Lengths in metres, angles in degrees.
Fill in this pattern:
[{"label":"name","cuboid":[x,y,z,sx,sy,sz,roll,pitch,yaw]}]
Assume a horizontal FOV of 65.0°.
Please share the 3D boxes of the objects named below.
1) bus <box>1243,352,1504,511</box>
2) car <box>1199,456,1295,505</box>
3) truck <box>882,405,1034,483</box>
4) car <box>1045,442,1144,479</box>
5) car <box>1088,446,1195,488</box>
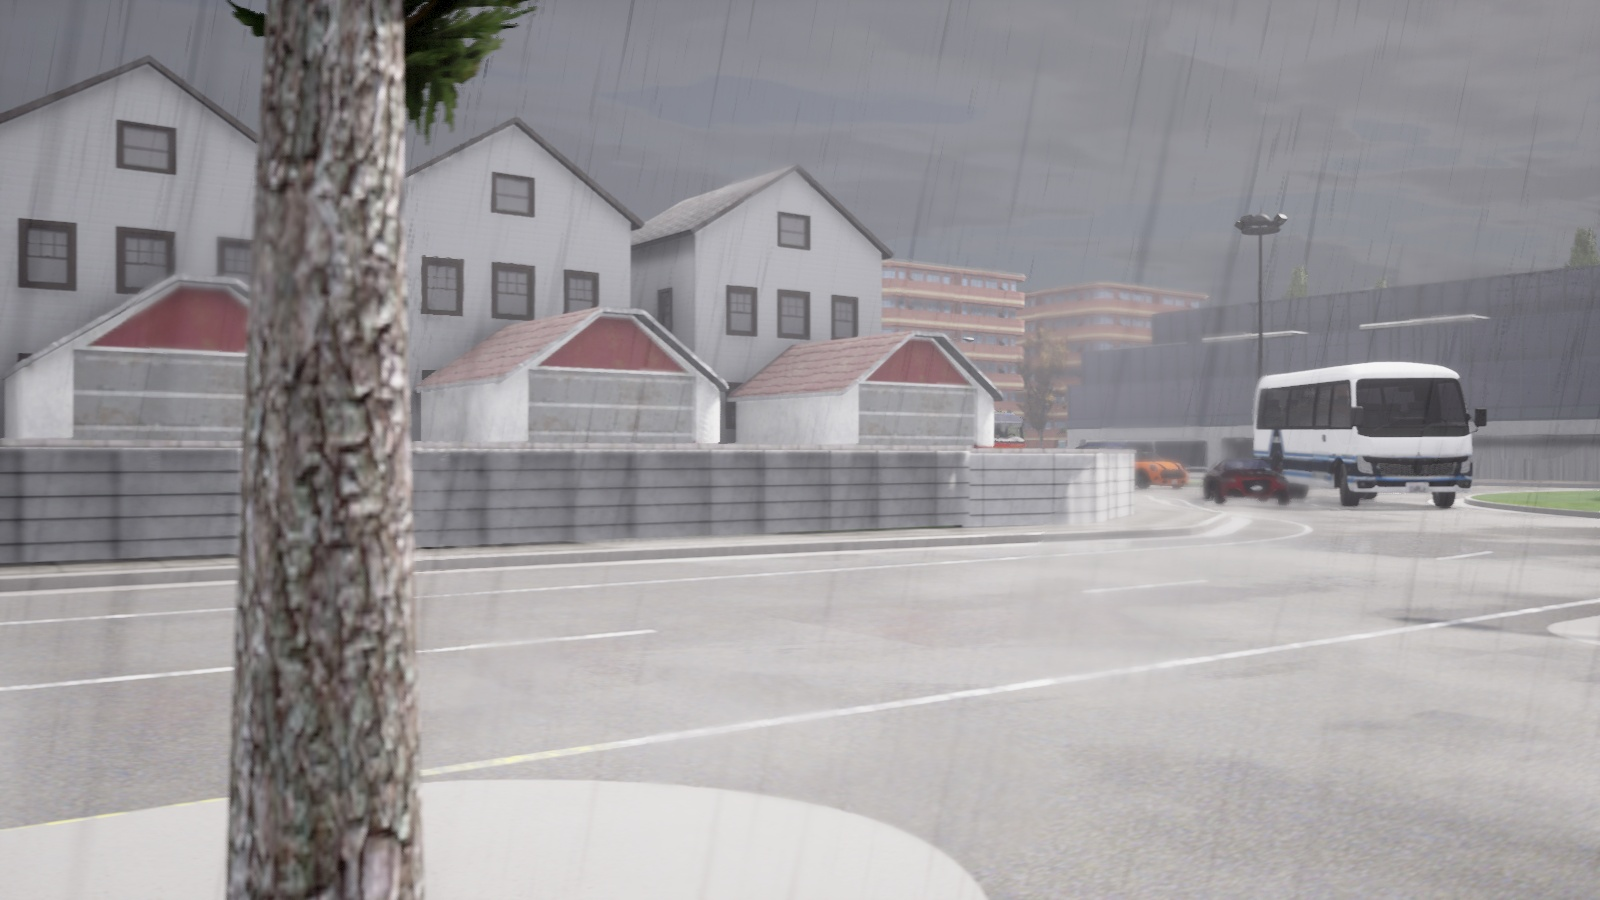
[{"label":"bus","cuboid":[17.260,-0.573,38.961,3.944,4.253,10.273,-1,1,4]},{"label":"car","cuboid":[13.386,0.873,37.842,1.994,1.385,4.181,0,0,9]},{"label":"truck","cuboid":[8.104,-0.276,65.807,2.891,3.827,8.468,0,0,-36]},{"label":"car","cuboid":[17.063,0.607,73.042,2.150,2.045,5.566,0,0,-36]},{"label":"car","cuboid":[14.749,0.706,54.510,2.097,1.767,4.553,0,0,-24]}]
